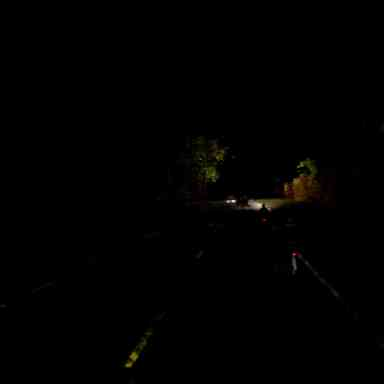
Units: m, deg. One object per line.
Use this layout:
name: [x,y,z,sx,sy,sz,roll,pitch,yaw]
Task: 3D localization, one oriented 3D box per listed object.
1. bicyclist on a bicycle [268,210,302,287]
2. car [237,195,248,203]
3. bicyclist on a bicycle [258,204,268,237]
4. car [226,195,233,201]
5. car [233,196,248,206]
bicyclist on a bicycle: [2.426,1.336,8.334,0.659,1.776,1.843,-2,0,8]
car: [11.108,1.481,72.685,2.033,1.411,5.357,-2,0,11]
bicyclist on a bicycle: [3.653,1.421,16.841,0.582,1.620,1.656,-2,-1,8]
car: [10.053,1.569,85.852,1.994,1.385,4.181,-2,0,11]
car: [8.475,1.465,56.120,2.128,1.511,4.902,-2,0,9]
